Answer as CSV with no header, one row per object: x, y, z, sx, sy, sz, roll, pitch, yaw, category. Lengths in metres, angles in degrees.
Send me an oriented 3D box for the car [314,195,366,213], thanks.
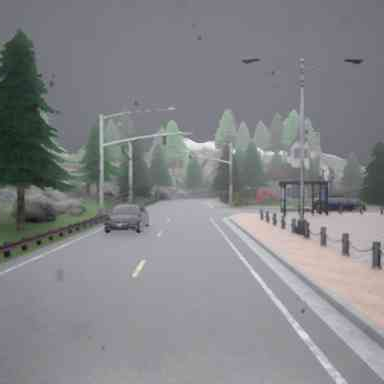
14.316,1.083,32.238,4.553,1.767,2.097,0,0,0,car

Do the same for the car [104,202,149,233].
-3.503,1.364,18.518,1.837,1.490,4.892,0,0,0,car
